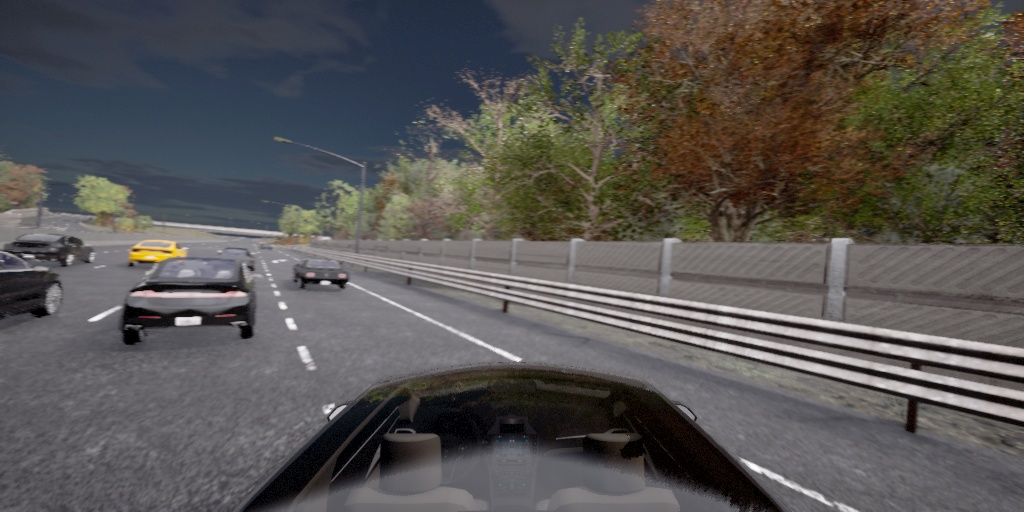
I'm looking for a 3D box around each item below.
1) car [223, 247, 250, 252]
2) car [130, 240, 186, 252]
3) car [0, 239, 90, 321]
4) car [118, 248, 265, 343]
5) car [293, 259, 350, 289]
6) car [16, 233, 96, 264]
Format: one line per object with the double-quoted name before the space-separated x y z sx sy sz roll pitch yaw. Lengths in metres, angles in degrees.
"car" -17.046 0.177 22.150 1.994 1.385 4.181 5 -1 -36
"car" -20.399 -0.179 20.834 1.882 1.535 5.008 5 -1 -36
"car" -9.665 0.531 5.977 2.128 1.511 4.902 5 -1 -36
"car" -6.737 0.773 7.886 2.128 1.511 4.902 5 -1 -36
"car" -9.195 0.772 17.066 1.895 1.301 4.718 5 -1 -36
"car" -22.279 -0.326 17.466 1.837 1.490 4.892 5 -1 -36
